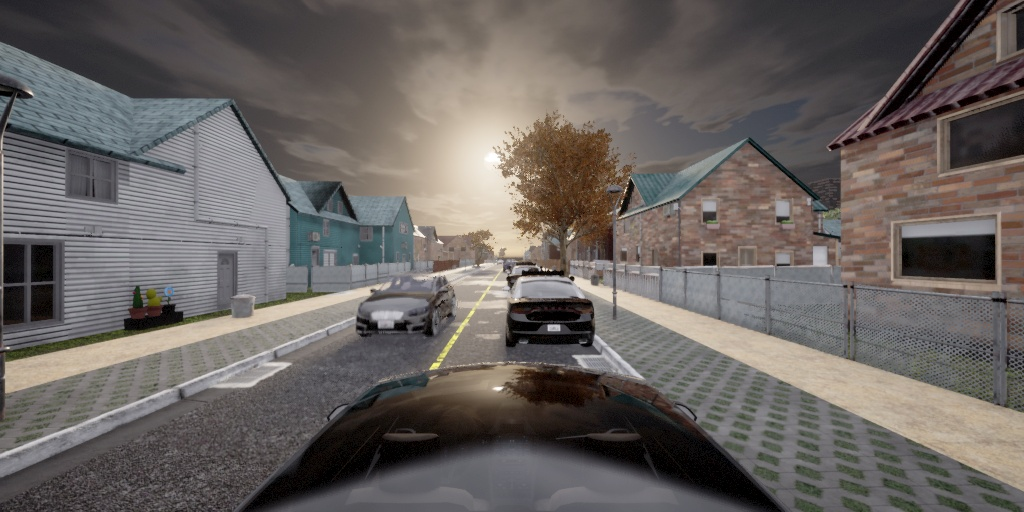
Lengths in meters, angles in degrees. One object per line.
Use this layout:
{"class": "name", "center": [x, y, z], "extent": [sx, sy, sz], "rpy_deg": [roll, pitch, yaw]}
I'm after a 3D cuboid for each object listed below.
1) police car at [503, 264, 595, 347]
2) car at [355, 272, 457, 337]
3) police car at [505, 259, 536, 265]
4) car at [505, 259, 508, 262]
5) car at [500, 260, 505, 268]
{"class": "police car", "center": [0.796, 1.178, 9.476], "extent": [1.930, 1.638, 5.238], "rpy_deg": [0, 0, 0]}
{"class": "car", "center": [-2.782, 1.245, 10.342], "extent": [2.128, 1.511, 4.902], "rpy_deg": [0, 0, 0]}
{"class": "police car", "center": [0.757, 1.184, 19.476], "extent": [1.930, 1.638, 5.238], "rpy_deg": [0, 0, 0]}
{"class": "car", "center": [0.733, 1.113, 25.336], "extent": [2.097, 1.767, 4.553], "rpy_deg": [0, 0, 0]}
{"class": "car", "center": [-0.141, 1.214, 49.072], "extent": [2.097, 1.767, 4.553], "rpy_deg": [0, 0, 0]}
